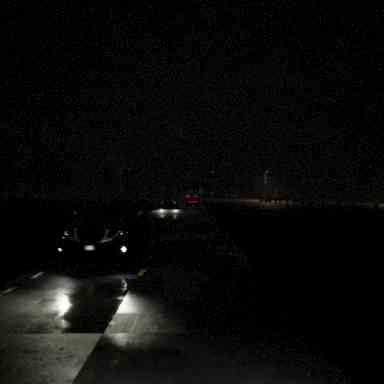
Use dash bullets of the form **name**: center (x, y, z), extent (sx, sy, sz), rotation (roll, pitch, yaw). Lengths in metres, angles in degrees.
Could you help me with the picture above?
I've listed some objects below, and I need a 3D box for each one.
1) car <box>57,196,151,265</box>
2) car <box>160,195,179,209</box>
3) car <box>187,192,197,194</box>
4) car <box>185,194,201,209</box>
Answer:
- **car**: center (-2.818, 1.185, 11.974), extent (2.150, 2.045, 5.566), rotation (0, 0, 0)
- **car**: center (-2.788, 1.197, 41.674), extent (2.097, 1.767, 4.553), rotation (0, 0, 1)
- **car**: center (0.020, 0.982, 59.810), extent (2.150, 2.045, 5.566), rotation (0, 0, 0)
- **car**: center (0.115, 1.346, 42.889), extent (1.837, 1.490, 4.892), rotation (0, 0, 0)
